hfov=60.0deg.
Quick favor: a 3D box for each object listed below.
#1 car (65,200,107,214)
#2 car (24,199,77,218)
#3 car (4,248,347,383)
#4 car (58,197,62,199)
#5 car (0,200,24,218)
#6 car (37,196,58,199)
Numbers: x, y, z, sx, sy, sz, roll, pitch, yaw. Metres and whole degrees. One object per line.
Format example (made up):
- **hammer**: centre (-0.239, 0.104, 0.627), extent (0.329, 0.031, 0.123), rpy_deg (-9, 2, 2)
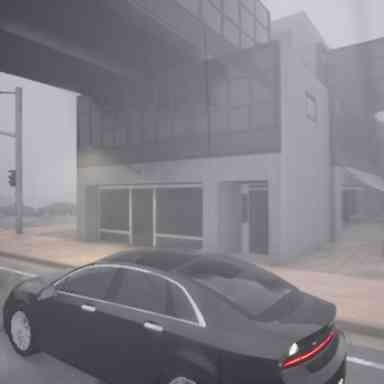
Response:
- **car**: centre (-12.605, 1.757, 39.825), extent (1.812, 1.442, 4.674), rpy_deg (0, 0, 37)
- **car**: centre (-13.445, 1.712, 32.846), extent (1.837, 1.490, 4.892), rpy_deg (0, 0, 36)
- **car**: centre (-0.631, 1.527, 4.445), extent (4.892, 1.490, 1.837), rpy_deg (0, 0, 36)
- **car**: centre (-28.929, 1.816, 71.853), extent (3.905, 1.438, 1.784), rpy_deg (0, 0, 35)
- **car**: centre (-17.822, 1.796, 32.796), extent (1.994, 1.385, 4.181), rpy_deg (0, 0, 36)
- **car**: centre (-30.659, 1.606, 69.529), extent (4.605, 1.855, 1.932), rpy_deg (0, 0, 35)
